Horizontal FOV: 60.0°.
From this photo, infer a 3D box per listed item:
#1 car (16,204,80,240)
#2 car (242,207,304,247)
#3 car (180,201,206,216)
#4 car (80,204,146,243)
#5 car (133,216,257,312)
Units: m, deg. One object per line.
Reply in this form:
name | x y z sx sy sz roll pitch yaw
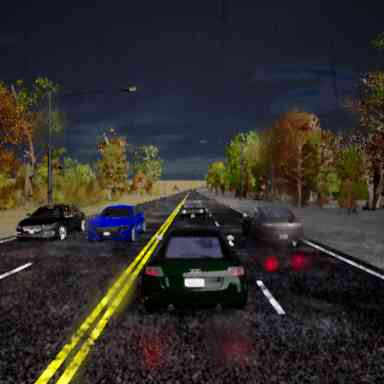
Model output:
car | -6.602 1.373 16.116 1.837 1.490 4.892 0 0 0
car | 3.324 1.374 14.358 2.128 1.511 4.902 0 0 1
car | 0.058 1.364 25.978 1.895 1.301 4.718 -2 2 0
car | -3.353 1.350 15.559 1.882 1.535 5.008 0 0 0
car | 0.057 1.500 7.683 1.994 1.385 4.181 0 0 0
